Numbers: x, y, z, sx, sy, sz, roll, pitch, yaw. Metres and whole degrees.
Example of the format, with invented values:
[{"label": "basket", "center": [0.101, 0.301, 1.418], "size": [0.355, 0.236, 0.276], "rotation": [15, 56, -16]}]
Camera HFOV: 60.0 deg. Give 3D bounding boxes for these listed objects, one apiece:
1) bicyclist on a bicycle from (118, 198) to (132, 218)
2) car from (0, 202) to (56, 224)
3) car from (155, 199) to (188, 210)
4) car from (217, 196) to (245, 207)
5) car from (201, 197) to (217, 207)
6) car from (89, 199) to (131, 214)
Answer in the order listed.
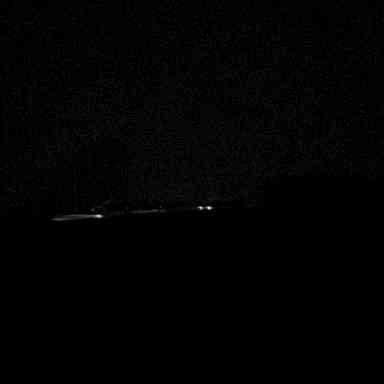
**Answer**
[{"label": "bicyclist on a bicycle", "center": [-5.675, 1.351, 28.099], "size": [1.656, 1.620, 0.582], "rotation": [0, 0, 35]}, {"label": "car", "center": [-12.171, 1.505, 24.210], "size": [1.994, 1.385, 4.181], "rotation": [-1, -1, 36]}, {"label": "car", "center": [-2.655, 1.558, 42.752], "size": [1.895, 1.301, 4.718], "rotation": [-1, -1, 35]}, {"label": "car", "center": [6.280, 1.406, 50.413], "size": [1.882, 1.535, 5.008], "rotation": [-1, -1, 36]}, {"label": "car", "center": [3.166, 1.500, 50.948], "size": [1.812, 1.442, 4.674], "rotation": [-1, -1, 36]}, {"label": "car", "center": [-8.417, 1.496, 34.596], "size": [1.812, 1.442, 4.674], "rotation": [-1, -1, 35]}]
